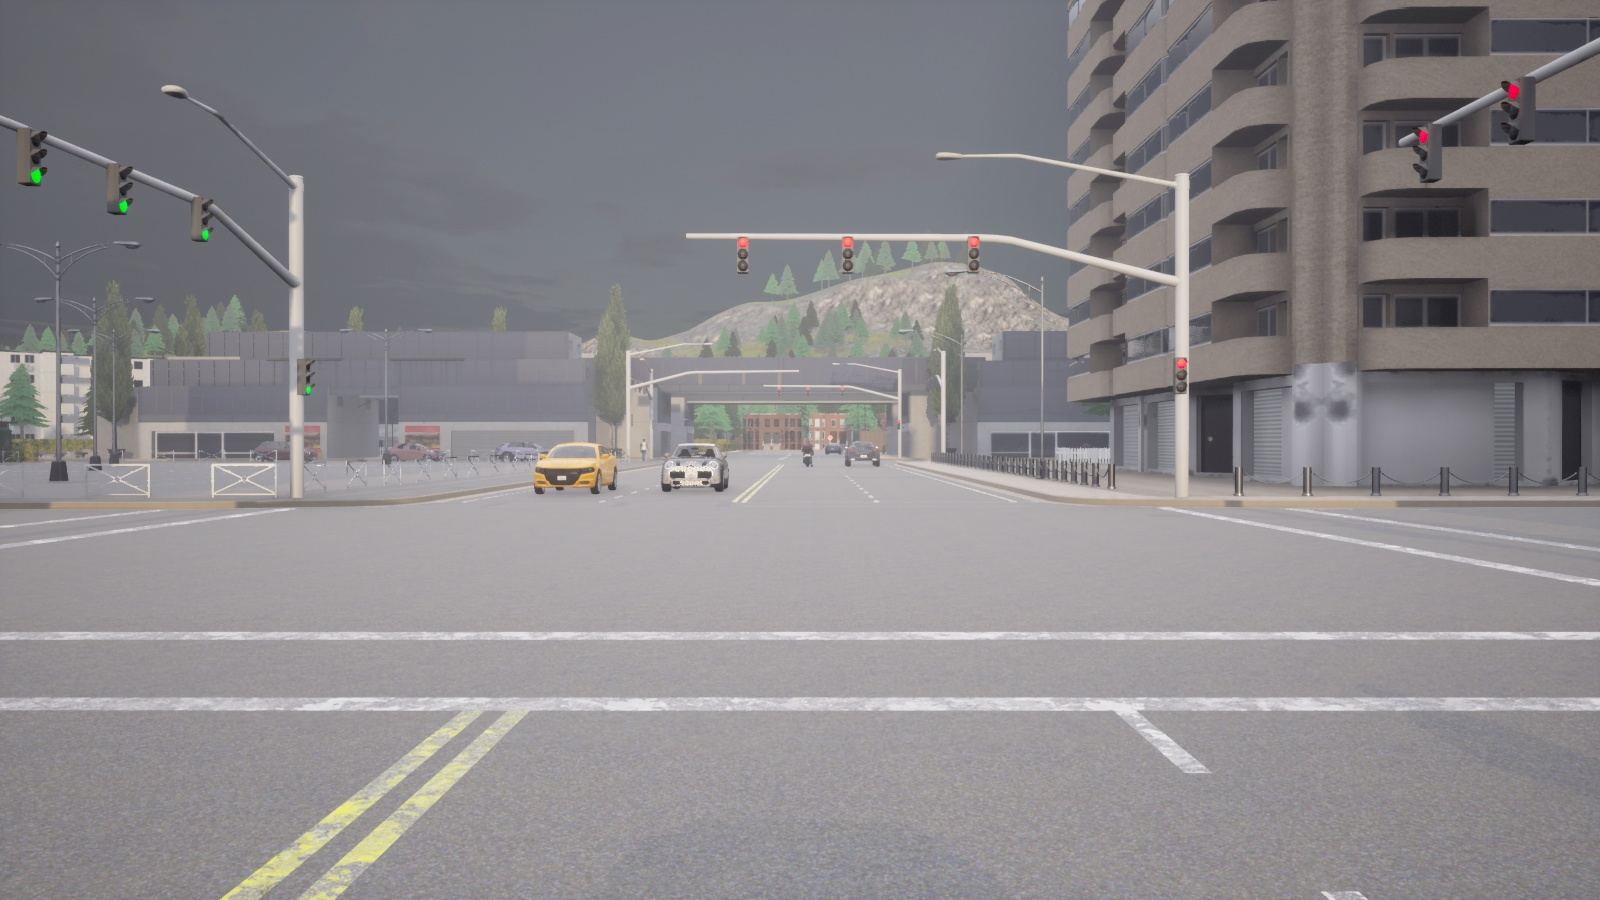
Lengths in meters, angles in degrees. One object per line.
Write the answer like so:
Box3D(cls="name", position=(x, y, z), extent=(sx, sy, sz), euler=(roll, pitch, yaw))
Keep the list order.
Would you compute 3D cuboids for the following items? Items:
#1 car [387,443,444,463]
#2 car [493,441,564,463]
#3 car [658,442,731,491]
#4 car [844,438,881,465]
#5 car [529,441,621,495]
Box3D(cls="car", position=(-28.654, 0.209, 93.600), extent=(3.633, 1.501, 1.845), euler=(0, 0, 2))
Box3D(cls="car", position=(-20.163, 0.133, 93.345), extent=(4.856, 1.649, 2.033), euler=(0, 0, 1))
Box3D(cls="car", position=(-3.257, 0.486, 39.460), extent=(1.970, 1.475, 3.806), euler=(0, 0, 0))
Box3D(cls="car", position=(3.982, 0.073, 80.615), extent=(2.152, 1.651, 5.027), euler=(0, 0, 0))
Box3D(cls="car", position=(-6.764, 0.503, 38.227), extent=(1.882, 1.535, 5.008), euler=(0, 0, 0))
